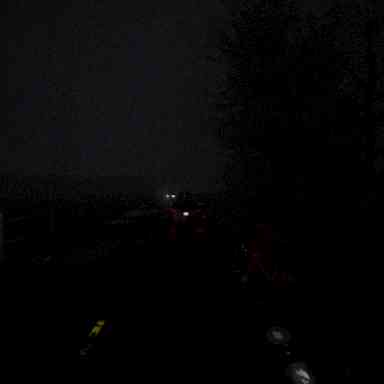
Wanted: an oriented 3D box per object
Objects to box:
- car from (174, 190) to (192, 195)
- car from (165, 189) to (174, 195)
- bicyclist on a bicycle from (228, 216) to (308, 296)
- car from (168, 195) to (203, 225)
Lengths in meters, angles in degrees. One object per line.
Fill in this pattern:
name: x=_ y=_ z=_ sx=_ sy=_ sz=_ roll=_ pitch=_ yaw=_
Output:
car: x=-0.976 y=0.592 z=43.170 sx=2.033 sy=1.411 sz=5.357 roll=0 pitch=1 yaw=-1
car: x=-4.508 y=0.006 z=69.778 sx=1.994 sy=1.385 sz=4.181 roll=0 pitch=1 yaw=-1
bicyclist on a bicycle: x=1.547 y=1.307 z=6.730 sx=1.656 sy=1.620 sz=0.582 roll=0 pitch=1 yaw=-1
car: x=-0.385 y=1.118 z=20.057 sx=1.994 sy=1.385 sz=4.181 roll=0 pitch=1 yaw=-1
